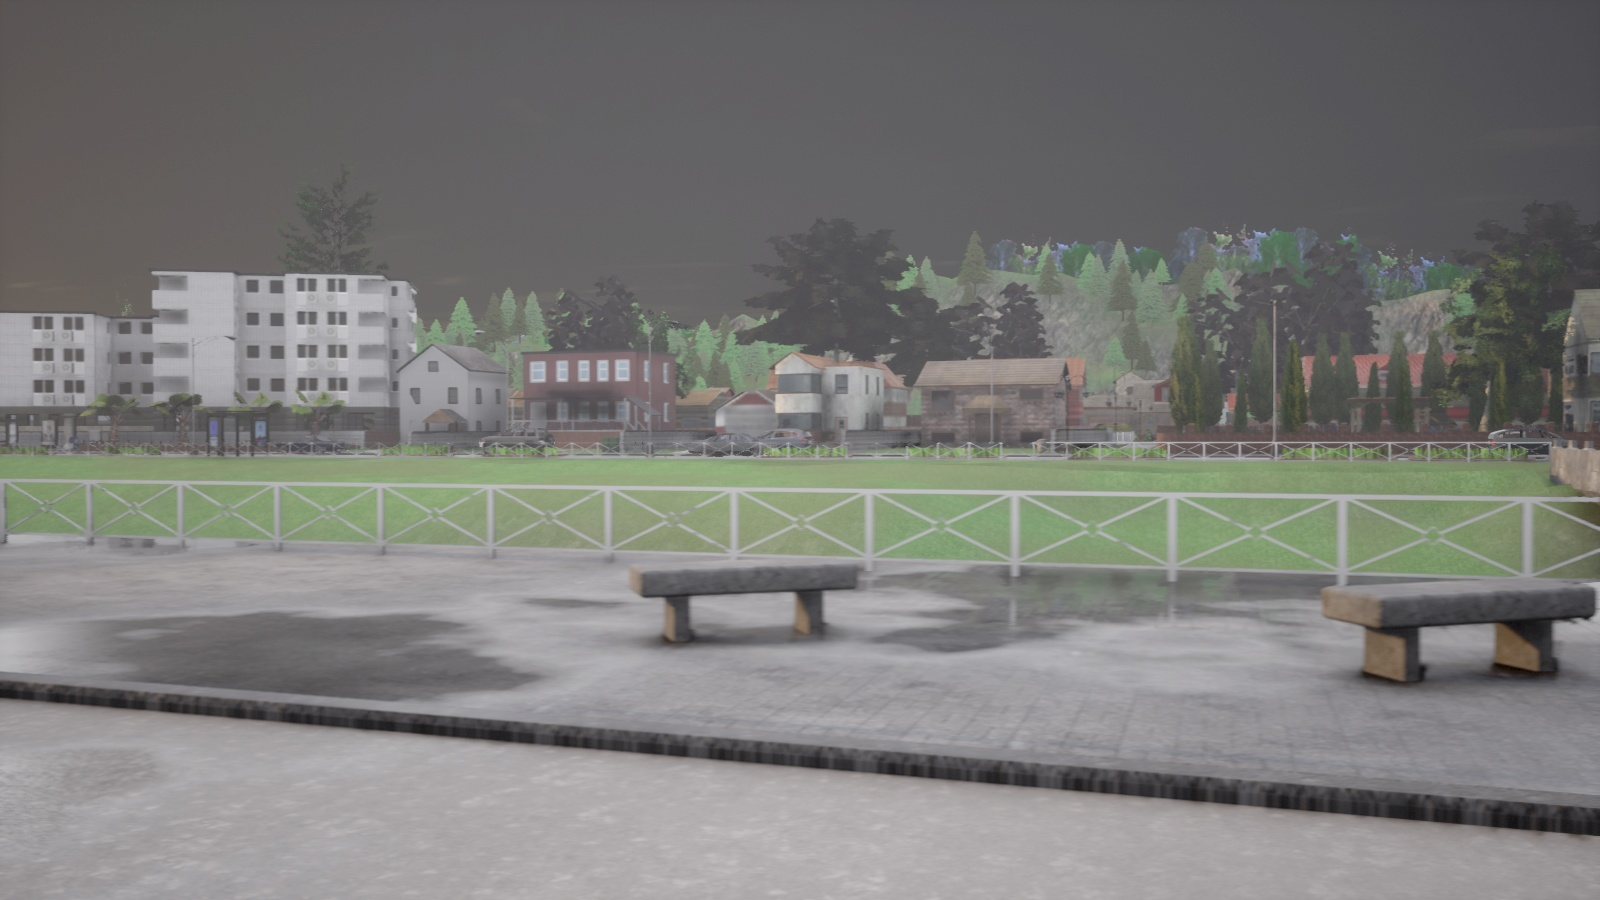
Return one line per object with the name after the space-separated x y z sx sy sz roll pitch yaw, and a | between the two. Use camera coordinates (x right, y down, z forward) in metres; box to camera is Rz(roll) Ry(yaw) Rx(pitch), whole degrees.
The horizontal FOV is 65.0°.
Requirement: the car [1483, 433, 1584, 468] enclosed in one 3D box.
33.537 0.010 57.512 3.705 1.549 1.789 0 1 19 | car

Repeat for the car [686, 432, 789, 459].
-3.489 -0.260 69.978 5.357 1.411 2.033 1 1 19 | car

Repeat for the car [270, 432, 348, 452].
-32.878 -0.544 84.095 4.718 1.301 1.895 1 1 19 | car

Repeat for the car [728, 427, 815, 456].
-1.637 -0.514 73.573 4.611 1.667 2.242 1 1 19 | car

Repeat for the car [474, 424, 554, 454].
-18.017 -0.691 79.087 4.605 1.855 1.932 1 1 19 | car
